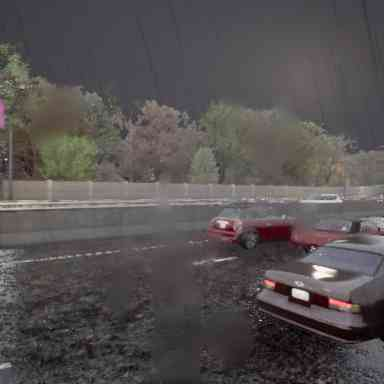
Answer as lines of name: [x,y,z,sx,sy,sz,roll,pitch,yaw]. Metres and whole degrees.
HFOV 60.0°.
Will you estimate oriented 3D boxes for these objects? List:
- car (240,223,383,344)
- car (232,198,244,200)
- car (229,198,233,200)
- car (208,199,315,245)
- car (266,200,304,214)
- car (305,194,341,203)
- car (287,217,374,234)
car: [3.631,1.549,6.335,5.357,1.411,2.033,0,0,-35]
car: [7.751,1.579,39.609,5.357,1.411,2.033,0,0,-35]
car: [5.562,1.522,42.338,4.902,1.511,2.128,0,0,-35]
car: [2.955,1.357,14.455,4.553,1.767,2.097,0,0,-35]
car: [10.425,1.597,37.214,4.181,1.385,1.994,0,0,-35]
car: [13.508,1.257,35.112,5.566,2.045,2.150,0,0,-35]
car: [5.877,1.607,12.238,4.718,1.301,1.895,0,0,-36]
